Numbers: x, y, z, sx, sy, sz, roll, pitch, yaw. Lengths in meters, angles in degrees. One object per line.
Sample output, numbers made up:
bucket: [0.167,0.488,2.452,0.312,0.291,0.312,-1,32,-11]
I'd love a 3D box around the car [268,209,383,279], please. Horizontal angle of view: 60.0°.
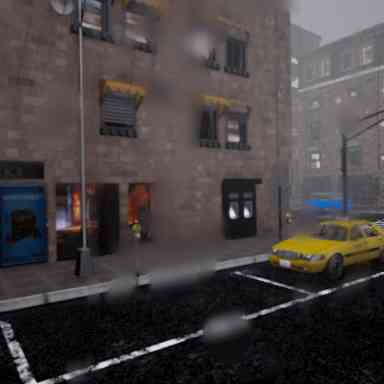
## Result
car: [4.265,1.423,9.686,4.829,1.417,1.752,-1,0,-36]

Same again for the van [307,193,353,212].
van: [12.632,0.966,30.642,1.690,1.788,3.998,-1,1,-36]
